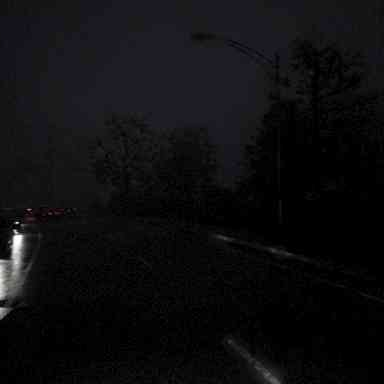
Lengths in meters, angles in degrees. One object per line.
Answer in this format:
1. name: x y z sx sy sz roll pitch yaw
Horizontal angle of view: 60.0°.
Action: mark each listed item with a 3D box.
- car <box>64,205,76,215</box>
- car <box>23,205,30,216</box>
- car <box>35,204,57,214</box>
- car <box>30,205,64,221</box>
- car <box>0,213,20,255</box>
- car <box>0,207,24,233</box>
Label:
1. car: -16.354 2.342 42.773 1.994 1.385 4.181 -2 -1 -35
2. car: -22.127 2.501 44.764 1.837 1.490 4.892 -2 -1 -37
3. car: -22.370 2.613 50.734 1.994 1.385 4.181 -2 -1 -39
4. car: -15.182 2.218 34.672 2.033 1.411 5.357 -2 -1 -32
5. car: -8.620 1.825 13.840 1.994 1.385 4.181 -2 0 -23
6. car: -12.720 2.000 22.765 1.812 1.442 4.674 -2 -1 -27
